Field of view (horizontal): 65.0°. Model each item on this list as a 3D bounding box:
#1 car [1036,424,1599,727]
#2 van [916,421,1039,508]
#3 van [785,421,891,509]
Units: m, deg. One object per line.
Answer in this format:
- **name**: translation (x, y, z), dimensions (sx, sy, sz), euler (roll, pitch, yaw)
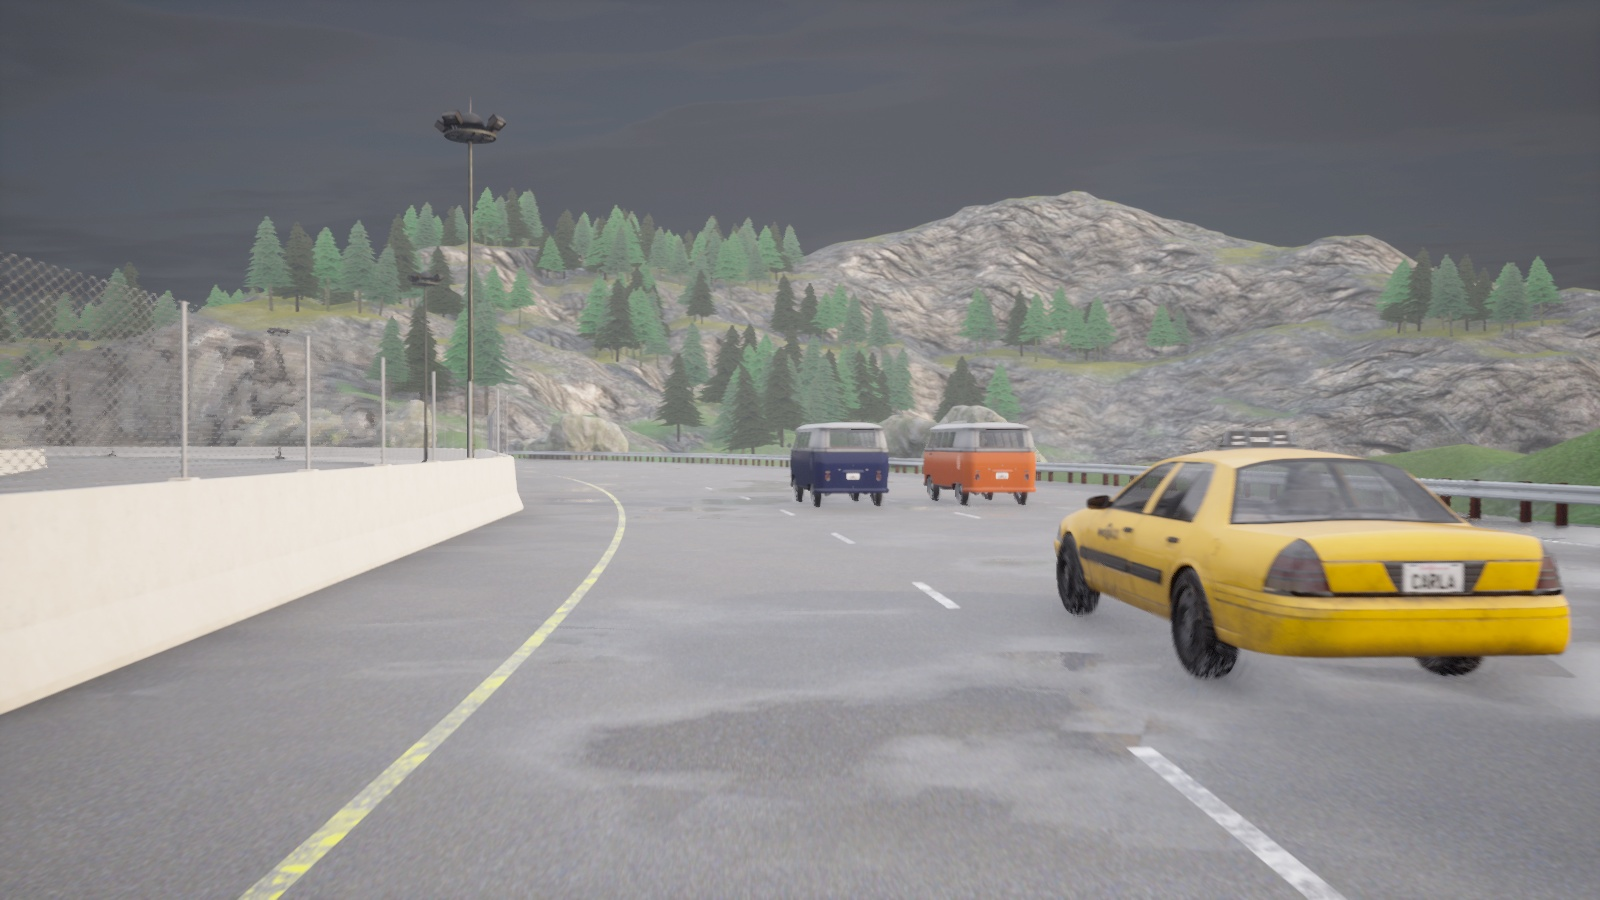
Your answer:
- **car**: translation (3.265, 0.635, 9.241), dimensions (1.801, 1.575, 5.366), euler (0, 0, -3)
- **van**: translation (4.324, 0.325, 31.291), dimensions (1.775, 1.987, 4.442), euler (0, 0, -9)
- **van**: translation (0.852, 0.326, 30.833), dimensions (1.775, 1.987, 4.442), euler (0, 0, -9)
